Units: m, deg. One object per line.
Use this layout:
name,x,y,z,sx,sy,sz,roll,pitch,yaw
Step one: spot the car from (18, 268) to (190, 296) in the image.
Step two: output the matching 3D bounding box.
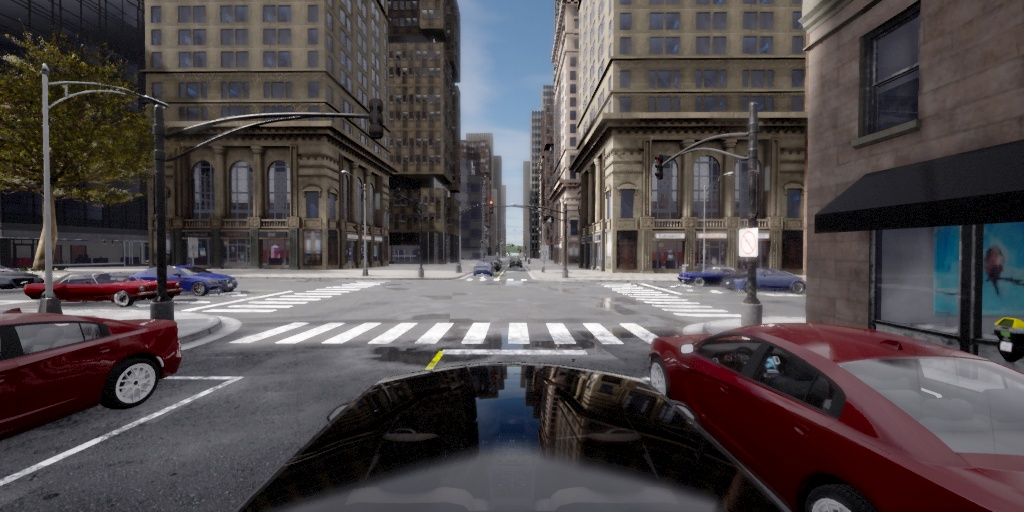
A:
car,-16.387,1.296,14.596,4.718,1.301,1.895,0,1,1

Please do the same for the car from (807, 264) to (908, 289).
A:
car,23.178,1.357,24.202,5.008,1.535,1.882,0,1,0

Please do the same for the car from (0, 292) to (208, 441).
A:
car,-5.755,1.295,3.404,1.888,1.381,4.507,0,0,0

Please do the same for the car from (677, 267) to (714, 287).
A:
car,13.819,1.400,24.292,4.718,1.301,1.895,0,1,1

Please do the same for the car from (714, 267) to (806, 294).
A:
car,14.643,1.418,21.033,4.181,1.385,1.994,0,1,1

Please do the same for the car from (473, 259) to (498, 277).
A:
car,-2.794,1.288,36.185,2.033,1.411,5.357,0,0,0

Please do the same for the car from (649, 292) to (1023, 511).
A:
car,2.771,1.294,3.333,1.888,1.381,4.507,0,0,0

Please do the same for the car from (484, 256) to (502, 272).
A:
car,-2.695,0.959,46.371,2.150,2.045,5.566,0,0,1

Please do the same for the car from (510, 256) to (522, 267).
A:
car,0.675,1.090,63.557,2.097,1.767,4.553,0,0,1

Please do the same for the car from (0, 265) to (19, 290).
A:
car,-26.405,1.130,17.961,4.181,1.385,1.994,1,1,0

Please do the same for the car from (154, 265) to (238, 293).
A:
car,-16.362,1.173,17.865,4.674,1.442,1.812,0,1,1

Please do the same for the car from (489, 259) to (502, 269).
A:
car,-2.579,1.240,56.824,1.837,1.490,4.892,0,0,1
